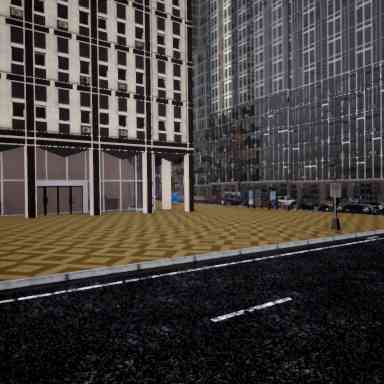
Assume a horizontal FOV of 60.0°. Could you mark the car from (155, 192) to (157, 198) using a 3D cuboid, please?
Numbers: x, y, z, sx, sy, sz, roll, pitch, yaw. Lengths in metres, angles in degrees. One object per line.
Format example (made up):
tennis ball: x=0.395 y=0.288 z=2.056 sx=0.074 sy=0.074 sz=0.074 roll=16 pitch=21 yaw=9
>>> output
car: x=-8.817 y=0.683 z=83.680 sx=1.967 sy=1.590 sz=4.097 roll=0 pitch=1 yaw=-34

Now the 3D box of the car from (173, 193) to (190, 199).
car: x=-2.427 y=0.933 z=74.282 sx=1.802 sy=1.307 sz=4.206 roll=0 pitch=1 yaw=-34

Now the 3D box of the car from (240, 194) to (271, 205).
car: x=9.828 y=1.137 z=51.631 sx=1.837 sy=1.490 sz=4.892 roll=-1 pitch=1 yaw=-34

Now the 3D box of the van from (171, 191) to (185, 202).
van: x=-2.968 y=0.935 z=60.168 sx=1.690 sy=1.788 sz=3.998 roll=0 pitch=1 yaw=-34

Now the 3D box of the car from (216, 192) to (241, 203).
car: x=6.299 y=1.174 z=51.140 sx=1.837 sy=1.490 sz=4.892 roll=-1 pitch=1 yaw=-34

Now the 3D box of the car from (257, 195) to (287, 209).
car: x=9.719 y=1.386 z=41.308 sx=1.802 sy=1.307 sz=4.206 roll=-1 pitch=1 yaw=-34

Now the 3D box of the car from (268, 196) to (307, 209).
car: x=12.115 y=1.289 z=42.576 sx=1.812 sy=1.442 sz=4.674 roll=-1 pitch=1 yaw=-34

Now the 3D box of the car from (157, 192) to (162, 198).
car: x=-5.622 y=0.612 z=78.979 sx=2.192 sy=1.841 sz=5.009 roll=0 pitch=1 yaw=-34

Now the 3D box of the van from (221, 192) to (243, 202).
van: x=7.158 y=0.853 z=60.177 sx=1.690 sy=1.788 sz=3.998 roll=-1 pitch=1 yaw=-34

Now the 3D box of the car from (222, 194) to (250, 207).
car: x=6.572 y=1.317 z=46.041 sx=1.947 sy=1.339 sz=4.313 roll=-1 pitch=1 yaw=-34

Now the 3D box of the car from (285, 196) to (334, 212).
car: x=12.900 y=1.422 z=36.595 sx=1.947 sy=1.339 sz=4.313 roll=-1 pitch=1 yaw=-34

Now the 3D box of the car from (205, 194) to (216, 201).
car: x=3.963 y=1.041 z=64.880 sx=1.802 sy=1.307 sz=4.206 roll=-1 pitch=1 yaw=-34

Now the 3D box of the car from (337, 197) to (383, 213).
car: x=17.302 y=1.339 z=34.941 sx=2.128 sy=1.511 sz=4.902 roll=-1 pitch=1 yaw=-34
